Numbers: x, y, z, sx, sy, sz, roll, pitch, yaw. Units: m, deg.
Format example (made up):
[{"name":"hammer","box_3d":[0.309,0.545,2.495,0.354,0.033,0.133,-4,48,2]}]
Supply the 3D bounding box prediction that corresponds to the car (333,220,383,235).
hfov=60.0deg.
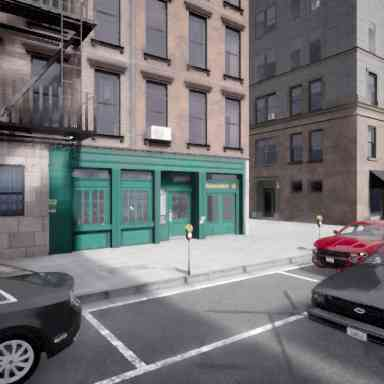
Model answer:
[{"name":"car","box_3d":[5.464,1.544,10.056,4.507,1.381,1.887,0,0,-35]}]

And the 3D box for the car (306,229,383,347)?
[{"name":"car","box_3d":[4.416,1.547,6.075,5.357,1.411,2.033,0,0,-35]}]

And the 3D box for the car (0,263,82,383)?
[{"name":"car","box_3d":[-3.525,1.551,3.679,4.403,1.369,2.008,0,0,-35]}]
